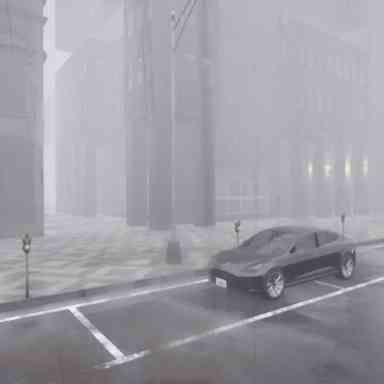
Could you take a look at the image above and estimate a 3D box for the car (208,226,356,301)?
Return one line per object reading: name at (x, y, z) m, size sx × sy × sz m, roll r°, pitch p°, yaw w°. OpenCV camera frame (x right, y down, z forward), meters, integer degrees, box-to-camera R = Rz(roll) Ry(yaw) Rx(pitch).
car at (2.398, 1.560, 8.345) m, size 4.313 × 1.339 × 1.947 m, roll 0°, pitch 0°, yaw -35°
